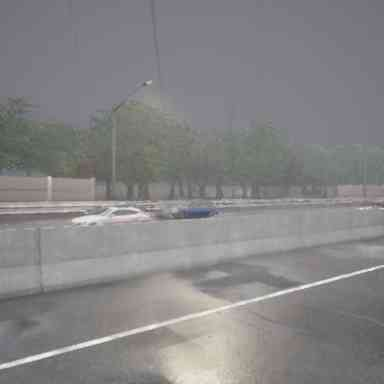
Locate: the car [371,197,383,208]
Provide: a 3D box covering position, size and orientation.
[{"bbox_3d":[28.808,1.548,49.882,5.008,1.535,1.882,0,0,-34],"label":"car"}]

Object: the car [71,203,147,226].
[{"bbox_3d":[-4.185,1.534,18.187,4.674,1.442,1.812,0,0,-35],"label":"car"}]

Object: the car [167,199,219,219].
[{"bbox_3d":[-0.149,1.374,25.335,4.553,1.767,2.097,0,0,-35],"label":"car"}]

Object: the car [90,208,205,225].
[{"bbox_3d":[-1.974,1.610,15.466,4.718,1.301,1.895,0,0,-35],"label":"car"}]
